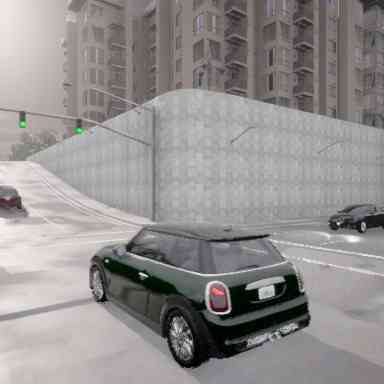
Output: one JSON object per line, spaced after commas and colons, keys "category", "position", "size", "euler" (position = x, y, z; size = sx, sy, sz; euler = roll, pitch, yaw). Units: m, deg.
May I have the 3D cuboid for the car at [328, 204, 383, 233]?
{"category": "car", "position": [10.057, 1.505, 19.779], "size": [4.892, 1.490, 1.837], "euler": [0, 0, -36]}

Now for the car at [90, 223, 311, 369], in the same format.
{"category": "car", "position": [-0.248, 1.350, 6.145], "size": [2.097, 1.767, 4.553], "euler": [0, 0, -36]}

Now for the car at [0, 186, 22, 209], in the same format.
{"category": "car", "position": [-15.329, 0.273, 27.113], "size": [2.097, 1.767, 4.553], "euler": [0, 8, -36]}
